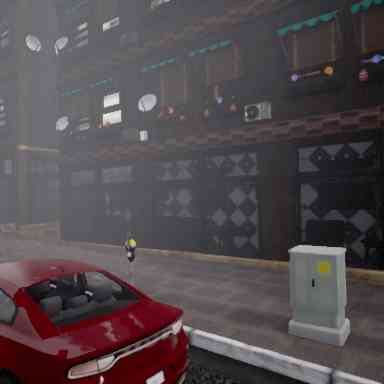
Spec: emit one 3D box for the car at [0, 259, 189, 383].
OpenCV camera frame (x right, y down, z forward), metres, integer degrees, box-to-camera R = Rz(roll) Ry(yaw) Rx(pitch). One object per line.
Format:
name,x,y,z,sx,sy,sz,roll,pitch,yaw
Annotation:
car,-2.137,1.545,4.269,4.507,1.381,1.887,0,-1,36
